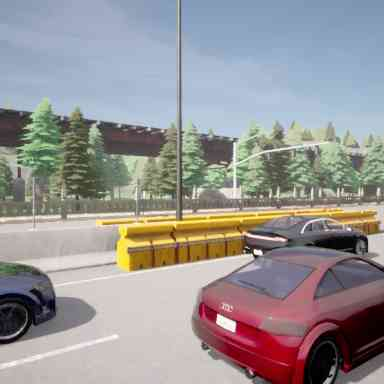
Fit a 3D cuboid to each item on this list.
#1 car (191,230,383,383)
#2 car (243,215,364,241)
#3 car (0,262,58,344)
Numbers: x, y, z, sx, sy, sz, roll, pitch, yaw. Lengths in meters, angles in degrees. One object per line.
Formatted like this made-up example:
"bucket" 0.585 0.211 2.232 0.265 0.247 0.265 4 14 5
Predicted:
"car" 2.047 1.564 5.213 4.181 1.385 1.994 0 0 -35
"car" 3.829 1.491 10.786 4.902 1.511 2.128 0 0 -36
"car" -4.292 1.564 4.981 4.181 1.385 1.994 0 0 -36
